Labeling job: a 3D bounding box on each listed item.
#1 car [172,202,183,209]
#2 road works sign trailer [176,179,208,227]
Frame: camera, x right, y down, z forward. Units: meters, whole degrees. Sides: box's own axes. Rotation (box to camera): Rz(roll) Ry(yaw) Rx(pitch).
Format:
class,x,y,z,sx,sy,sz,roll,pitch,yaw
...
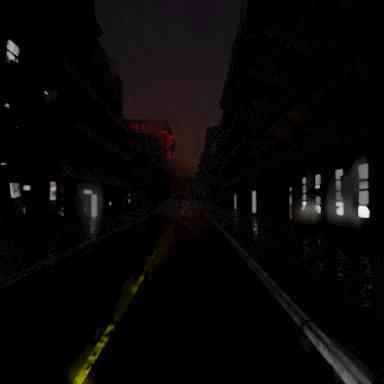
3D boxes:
class,x,y,z,sx,sy,sz,roll,pitch,yaw
car,-2.783,2.574,64.613,1.895,1.301,4.718,0,-1,1
road works sign trailer,-0.005,0.785,25.426,2.380,3.560,2.880,0,-1,0
